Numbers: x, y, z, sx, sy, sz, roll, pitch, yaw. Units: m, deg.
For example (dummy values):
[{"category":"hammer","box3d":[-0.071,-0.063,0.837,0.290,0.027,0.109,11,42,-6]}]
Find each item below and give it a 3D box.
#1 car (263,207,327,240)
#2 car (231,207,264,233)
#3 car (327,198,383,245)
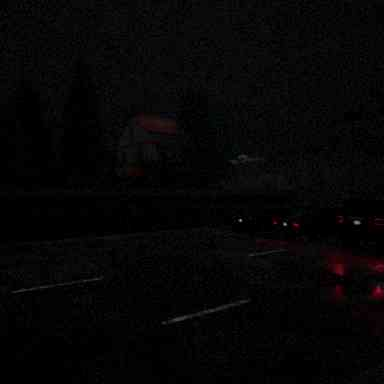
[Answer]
[{"category":"car","box3d":[6.398,1.562,17.031,5.357,1.411,2.033,0,0,-35]},{"category":"car","box3d":[4.365,1.571,19.880,4.181,1.385,1.994,0,0,-35]},{"category":"car","box3d":[8.455,1.256,14.199,5.566,2.045,2.150,0,0,-35]}]
